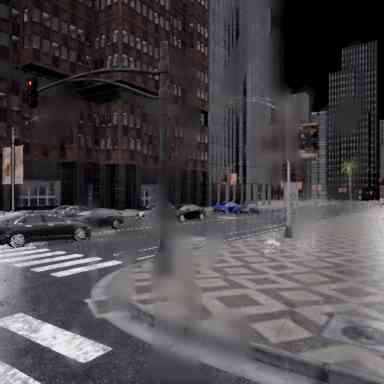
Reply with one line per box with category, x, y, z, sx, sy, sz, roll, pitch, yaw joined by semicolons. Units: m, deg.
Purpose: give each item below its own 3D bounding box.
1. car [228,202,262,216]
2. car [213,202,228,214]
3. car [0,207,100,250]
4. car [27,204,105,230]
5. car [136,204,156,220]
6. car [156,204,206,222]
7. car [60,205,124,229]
car;6.939;2.120;41.144;2.033;1.411;5.357;0;-1;35
car;4.525;2.052;43.357;1.882;1.535;5.008;0;-1;35
car;-7.009;1.660;15.393;1.837;1.490;4.892;1;0;39
car;-8.990;1.724;24.085;2.128;1.511;4.902;0;-1;35
car;-3.268;1.868;32.257;2.128;1.511;4.902;0;-1;35
car;-0.653;1.858;30.324;1.882;1.535;5.008;0;-1;35
car;-6.550;1.757;21.905;1.812;1.442;4.674;0;-1;35
